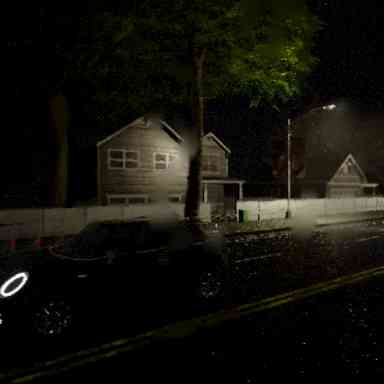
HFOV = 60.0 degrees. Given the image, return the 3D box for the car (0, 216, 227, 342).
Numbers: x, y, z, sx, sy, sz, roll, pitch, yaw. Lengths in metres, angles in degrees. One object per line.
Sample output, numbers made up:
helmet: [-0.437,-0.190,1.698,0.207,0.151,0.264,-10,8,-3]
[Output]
car: [-1.531,1.337,6.585,4.553,1.767,2.097,0,0,-36]
